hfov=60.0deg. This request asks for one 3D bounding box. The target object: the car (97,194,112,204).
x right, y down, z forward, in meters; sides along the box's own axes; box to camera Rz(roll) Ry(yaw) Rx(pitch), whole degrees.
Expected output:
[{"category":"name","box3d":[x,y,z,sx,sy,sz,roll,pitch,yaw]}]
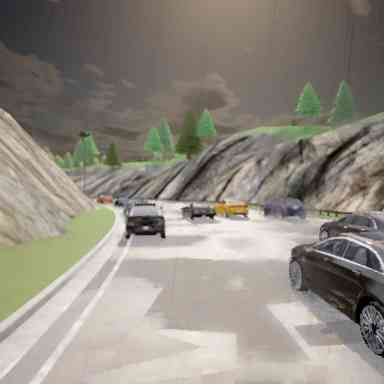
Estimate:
[{"category":"car","box3d":[-15.474,1.173,59.381,2.097,1.767,4.553,0,0,-28]}]

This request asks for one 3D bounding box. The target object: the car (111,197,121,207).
[{"category":"car","box3d":[-9.823,1.419,47.611,1.994,1.385,4.181,0,0,-24]}]

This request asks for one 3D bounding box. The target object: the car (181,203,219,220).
[{"category":"car","box3d":[0.415,1.515,26.905,1.895,1.301,4.718,0,0,-13]}]

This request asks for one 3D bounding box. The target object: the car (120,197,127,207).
[{"category":"car","box3d":[-5.458,1.381,31.600,1.882,1.535,5.008,0,0,-15]}]

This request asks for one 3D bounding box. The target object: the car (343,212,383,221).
[{"category":"car","box3d":[6.345,1.464,11.879,1.837,1.490,4.892,0,0,-6]}]

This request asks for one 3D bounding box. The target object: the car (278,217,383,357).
[{"category":"car","box3d":[3.304,1.470,5.997,2.128,1.511,4.902,0,0,-3]}]

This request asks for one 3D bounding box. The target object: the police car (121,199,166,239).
[{"category":"police car","box3d":[-2.409,1.372,17.206,1.930,1.638,5.238,0,0,-9]}]

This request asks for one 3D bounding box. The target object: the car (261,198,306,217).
[{"category":"car","box3d":[7.420,1.261,27.392,2.097,1.767,4.553,0,0,-12]}]

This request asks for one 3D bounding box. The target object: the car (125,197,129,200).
[{"category":"car","box3d":[-4.106,1.425,26.205,1.837,1.490,4.892,0,0,-13]}]

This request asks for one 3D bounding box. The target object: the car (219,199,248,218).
[{"category":"car","box3d":[3.362,1.382,29.577,1.882,1.535,5.008,0,0,-13]}]
